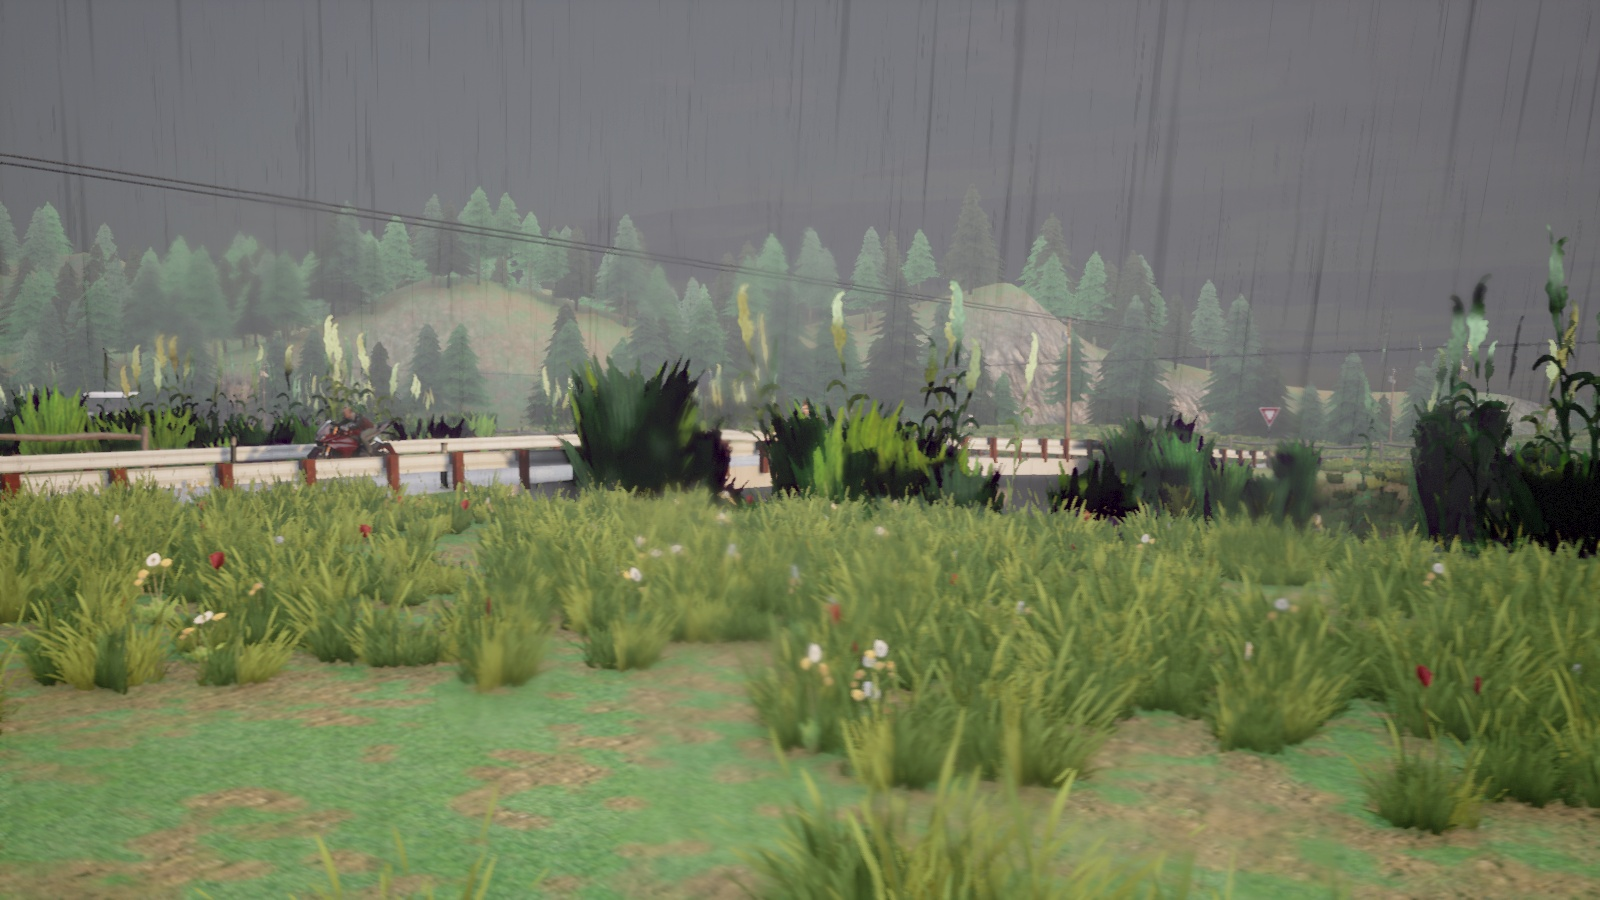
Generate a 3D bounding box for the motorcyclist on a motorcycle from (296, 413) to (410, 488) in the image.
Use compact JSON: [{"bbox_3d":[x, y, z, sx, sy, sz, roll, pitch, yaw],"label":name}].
[{"bbox_3d":[-10.001,-0.015,28.170,0.866,1.530,2.191,0,4,39],"label":"motorcyclist on a motorcycle"}]
